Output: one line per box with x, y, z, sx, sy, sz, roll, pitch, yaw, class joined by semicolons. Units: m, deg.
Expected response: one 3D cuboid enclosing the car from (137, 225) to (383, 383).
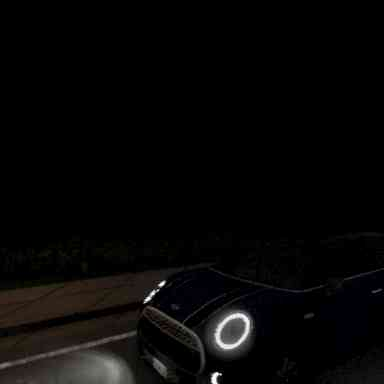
1.491;1.396;5.019;4.553;1.767;2.097;1;0;-35;car
